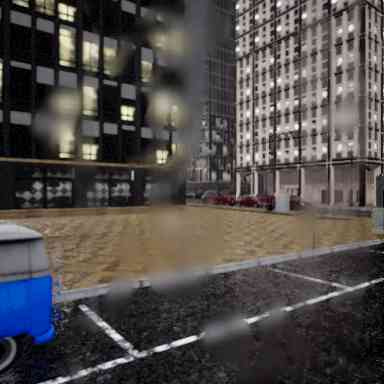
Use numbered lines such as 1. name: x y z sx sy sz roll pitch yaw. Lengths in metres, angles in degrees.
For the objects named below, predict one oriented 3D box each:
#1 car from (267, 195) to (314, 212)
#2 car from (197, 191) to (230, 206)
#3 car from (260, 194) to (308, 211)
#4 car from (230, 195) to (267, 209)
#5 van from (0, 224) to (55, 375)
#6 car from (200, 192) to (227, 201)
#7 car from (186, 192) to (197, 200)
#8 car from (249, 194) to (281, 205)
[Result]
1. car: 9.873 1.119 32.571 1.967 1.590 4.097 1 0 -36
2. car: 3.381 0.779 41.632 2.192 1.841 5.009 1 0 -36
3. car: 10.088 1.095 36.691 1.882 1.535 5.008 0 1 -36
4. car: 6.621 1.153 37.102 1.802 1.307 4.206 1 0 -36
5. van: -3.733 1.340 3.898 3.998 1.788 1.690 0 0 -36
6. car: 3.554 0.773 55.769 1.752 1.417 4.829 1 0 -36
7. car: 0.403 0.709 60.163 1.947 1.339 4.313 1 0 -36
8. car: 10.149 1.048 46.565 1.802 1.307 4.206 1 0 -36
